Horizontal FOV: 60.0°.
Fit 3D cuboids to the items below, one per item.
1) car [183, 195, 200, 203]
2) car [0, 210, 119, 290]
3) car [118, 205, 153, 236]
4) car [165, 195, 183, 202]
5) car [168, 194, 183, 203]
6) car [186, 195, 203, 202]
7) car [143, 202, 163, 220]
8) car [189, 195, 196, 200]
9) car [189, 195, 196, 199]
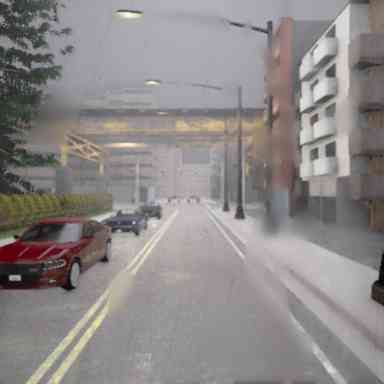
[{"bbox_3d":[0.511,1.498,68.054,2.038,1.542,4.974,0,0,-20],"label":"car"},{"bbox_3d":[-3.602,1.480,9.269,1.882,1.535,5.008,0,0,0],"label":"car"},{"bbox_3d":[-3.597,1.610,18.640,1.895,1.301,4.718,0,0,0],"label":"car"},{"bbox_3d":[-3.628,1.345,68.408,1.853,1.218,4.536,0,0,25],"label":"car"},{"bbox_3d":[-3.649,1.503,68.361,2.038,1.542,4.974,0,0,25],"label":"car"},{"bbox_3d":[0.492,1.340,68.102,1.853,1.218,4.536,0,0,-20],"label":"car"},{"bbox_3d":[-3.570,1.582,28.664,1.994,1.385,4.181,0,0,0],"label":"car"},{"bbox_3d":[0.141,1.520,94.650,2.038,1.542,4.974,0,0,0],"label":"car"},{"bbox_3d":[0.140,1.362,94.702,1.853,1.218,4.536,0,0,0],"label":"car"}]
